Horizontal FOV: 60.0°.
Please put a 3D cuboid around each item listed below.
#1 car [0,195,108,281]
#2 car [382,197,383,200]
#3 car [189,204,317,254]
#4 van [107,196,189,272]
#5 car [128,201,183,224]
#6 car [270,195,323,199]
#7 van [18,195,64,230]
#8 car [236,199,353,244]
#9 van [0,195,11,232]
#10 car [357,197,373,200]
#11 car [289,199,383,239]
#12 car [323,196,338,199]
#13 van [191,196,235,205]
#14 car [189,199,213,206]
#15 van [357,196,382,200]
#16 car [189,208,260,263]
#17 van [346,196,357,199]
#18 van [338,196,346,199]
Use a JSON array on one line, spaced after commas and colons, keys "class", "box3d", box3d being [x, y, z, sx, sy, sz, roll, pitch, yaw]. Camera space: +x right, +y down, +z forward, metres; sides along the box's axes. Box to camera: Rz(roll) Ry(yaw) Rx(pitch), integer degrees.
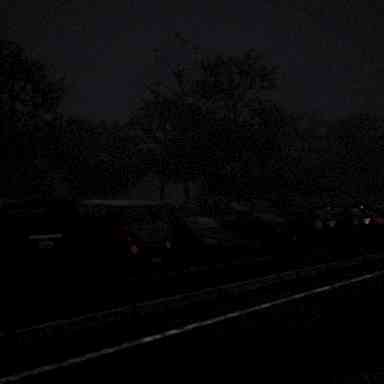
[{"class": "car", "box3d": [-4.553, 1.174, 9.023, 2.435, 2.045, 5.566, 1, 0, -35]}, {"class": "car", "box3d": [24.092, 1.833, 45.463, 2.163, 1.488, 4.792, 1, 0, -35]}, {"class": "car", "box3d": [2.251, 1.495, 13.823, 2.097, 1.535, 5.008, 1, 0, -35]}, {"class": "van", "box3d": [-2.207, 1.223, 10.514, 1.878, 1.987, 4.442, 1, 0, -35]}, {"class": "car", "box3d": [-2.969, 1.518, 26.162, 2.097, 1.535, 5.008, 1, 0, -35]}, {"class": "car", "box3d": [10.589, 1.405, 35.783, 2.435, 2.045, 5.566, 1, 0, -35]}, {"class": "van", "box3d": [-9.808, 1.223, 21.445, 1.878, 1.987, 4.442, 1, 0, -35]}, {"class": "car", "box3d": [4.529, 1.392, 15.412, 2.185, 1.767, 4.553, 1, 0, -35]}, {"class": "van", "box3d": [-12.038, 1.199, 19.571, 1.878, 1.987, 4.442, 0, 0, -35]}, {"class": "car", "box3d": [19.595, 1.749, 42.233, 2.097, 1.535, 5.008, 1, 0, -35]}, {"class": "car", "box3d": [6.790, 1.415, 17.022, 2.185, 1.767, 4.553, 1, 0, -35]}, {"class": "car", "box3d": [12.846, 1.428, 37.389, 2.435, 2.045, 5.566, 1, 0, -35]}, {"class": "van", "box3d": [1.374, 1.337, 29.403, 1.878, 1.987, 4.442, 1, 0, -35]}, {"class": "car", "box3d": [-0.713, 1.581, 27.772, 2.002, 1.452, 4.674, 1, 0, -35]}, {"class": "van", "box3d": [21.932, 1.549, 43.757, 1.878, 1.987, 4.442, 1, 0, -36]}, {"class": "car", "box3d": [-0.016, 1.512, 12.220, 2.002, 1.452, 4.674, 1, 0, -35]}, {"class": "van", "box3d": [17.275, 1.500, 40.719, 1.878, 1.987, 4.442, 1, 0, -35]}, {"class": "van", "box3d": [15.153, 1.477, 38.922, 1.878, 1.987, 4.442, 1, 0, -35]}]
